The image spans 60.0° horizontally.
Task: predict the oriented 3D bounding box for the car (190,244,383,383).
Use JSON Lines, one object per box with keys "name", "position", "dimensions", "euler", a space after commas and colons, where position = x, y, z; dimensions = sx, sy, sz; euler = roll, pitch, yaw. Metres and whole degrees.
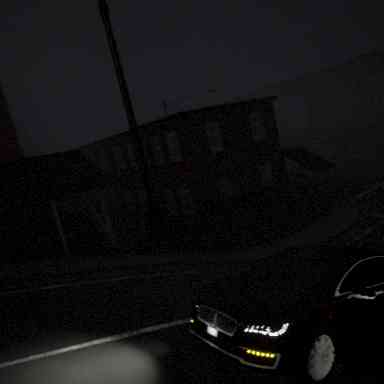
{"name": "car", "position": [2.247, 1.678, 5.564], "dimensions": [4.892, 1.490, 1.837], "euler": [5, -3, -35]}
